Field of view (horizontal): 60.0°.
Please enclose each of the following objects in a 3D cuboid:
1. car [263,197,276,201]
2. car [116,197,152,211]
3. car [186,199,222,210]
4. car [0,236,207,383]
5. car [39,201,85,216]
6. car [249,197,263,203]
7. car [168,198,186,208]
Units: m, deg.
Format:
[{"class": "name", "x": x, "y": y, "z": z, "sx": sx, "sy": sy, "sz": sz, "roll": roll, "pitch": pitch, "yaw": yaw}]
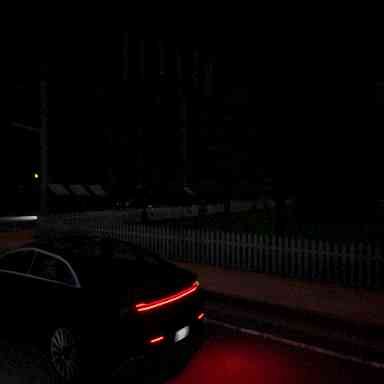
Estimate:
[{"class": "car", "x": 15.256, "y": 1.544, "z": 59.860, "sx": 2.033, "sy": 1.411, "sz": 5.357, "roll": 0, "pitch": 0, "yaw": 34}, {"class": "car", "x": -6.918, "y": 1.348, "z": 39.863, "sx": 2.097, "sy": 1.767, "sz": 4.553, "roll": 0, "pitch": 0, "yaw": 34}, {"class": "car", "x": 1.930, "y": 1.544, "z": 40.107, "sx": 2.033, "sy": 1.411, "sz": 5.357, "roll": 0, "pitch": 0, "yaw": 34}, {"class": "car", "x": -2.084, "y": 1.491, "z": 5.429, "sx": 4.902, "sy": 1.511, "sz": 2.128, "roll": 0, "pitch": 0, "yaw": 36}, {"class": "car", "x": -12.336, "y": 1.560, "z": 31.841, "sx": 1.994, "sy": 1.385, "sz": 4.181, "roll": 0, "pitch": 0, "yaw": 34}, {"class": "car", "x": 12.378, "y": 1.597, "z": 61.847, "sx": 1.895, "sy": 1.301, "sz": 4.718, "roll": 0, "pitch": 0, "yaw": 34}, {"class": "car", "x": -1.357, "y": 1.596, "z": 48.083, "sx": 1.895, "sy": 1.301, "sz": 4.718, "roll": 0, "pitch": 0, "yaw": 34}]
